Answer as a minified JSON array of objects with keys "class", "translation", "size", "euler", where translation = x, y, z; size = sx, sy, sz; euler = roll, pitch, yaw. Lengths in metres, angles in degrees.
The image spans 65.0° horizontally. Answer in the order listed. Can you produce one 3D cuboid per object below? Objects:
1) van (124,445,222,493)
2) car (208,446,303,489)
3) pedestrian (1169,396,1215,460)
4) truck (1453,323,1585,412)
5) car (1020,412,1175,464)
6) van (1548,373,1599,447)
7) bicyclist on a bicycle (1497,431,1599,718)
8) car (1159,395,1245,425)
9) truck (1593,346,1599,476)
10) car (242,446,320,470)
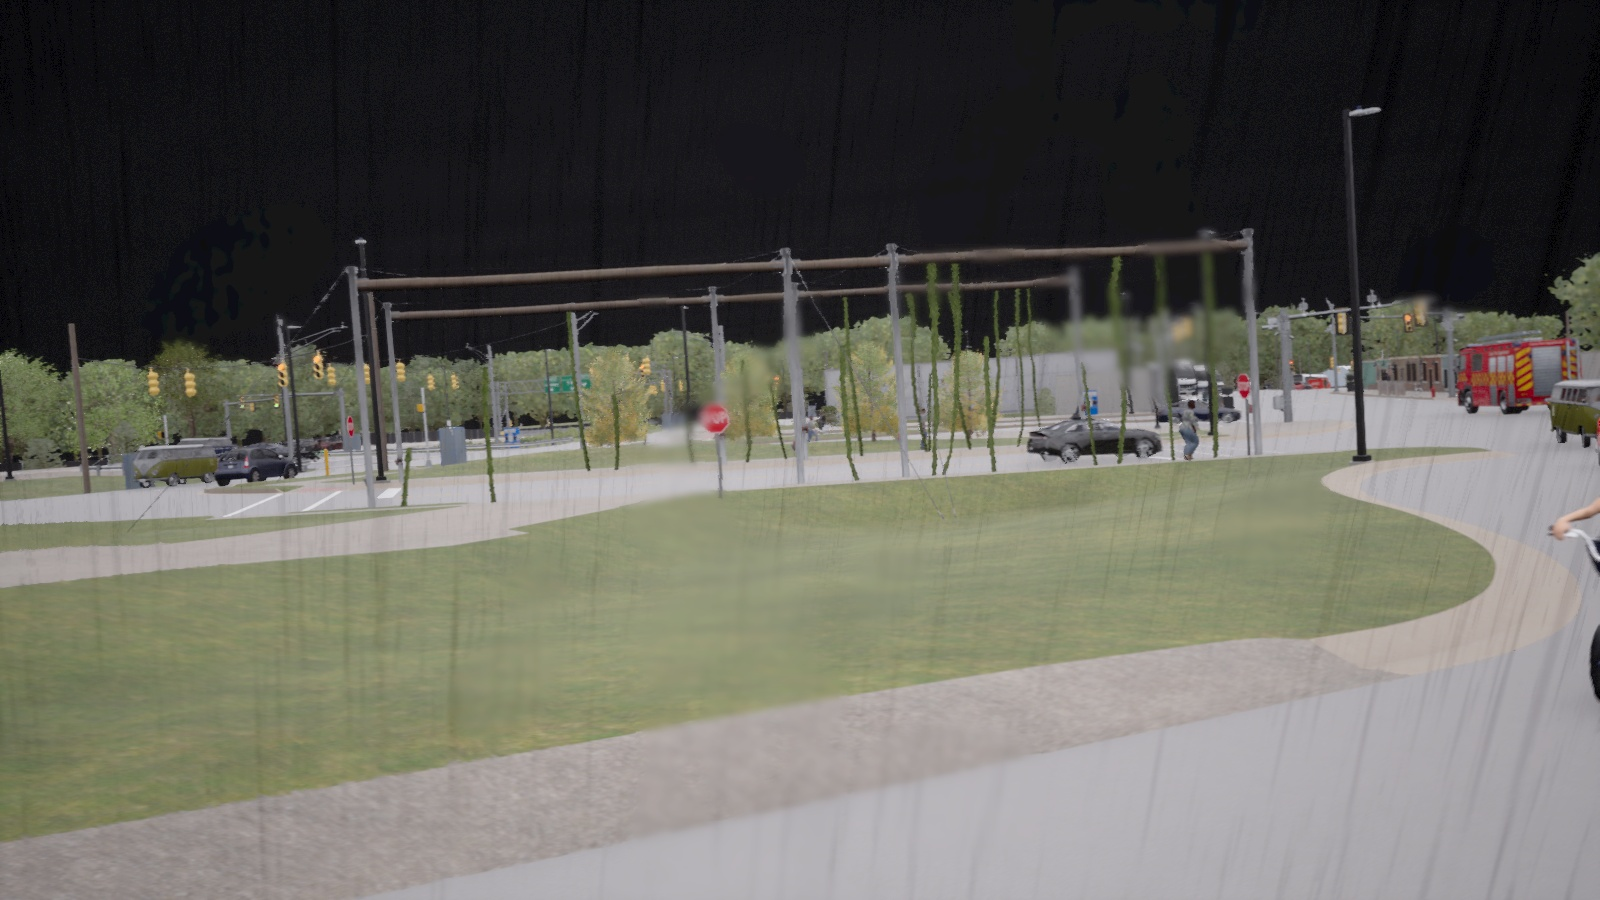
[{"class":"van","translation":[-30.320,0.889,60.858],"size":[1.775,1.987,4.442],"euler":[-4,2,11]},{"class":"car","translation":[-24.150,0.745,55.900],"size":[1.851,1.617,3.988],"euler":[-4,1,11]},{"class":"pedestrian","translation":[11.824,-0.666,37.914],"size":[0.900,1.855,0.874],"euler":[-5,3,-11]},{"class":"truck","translation":[34.923,-3.902,61.398],"size":[2.891,3.827,8.468],"euler":[-4,1,11]},{"class":"car","translation":[10.598,-0.458,44.834],"size":[4.902,1.511,2.128],"euler":[-4,3,-13]},{"class":"van","translation":[24.089,-1.255,37.702],"size":[1.775,1.987,4.442],"euler":[-3,3,18]},{"class":"bicyclist on a bicycle","translation":[5.017,0.688,7.589],"size":[1.509,1.612,0.866],"euler":[-1,0,-38]},{"class":"car","translation":[23.951,-2.366,74.938],"size":[4.792,1.488,2.163],"euler":[-3,2,17]},{"class":"truck","translation":[17.603,-0.866,25.361],"size":[2.627,2.467,5.204],"euler":[0,2,32]},{"class":"car","translation":[-36.060,0.568,87.205],"size":[4.718,1.301,1.895],"euler":[-3,2,14]}]
